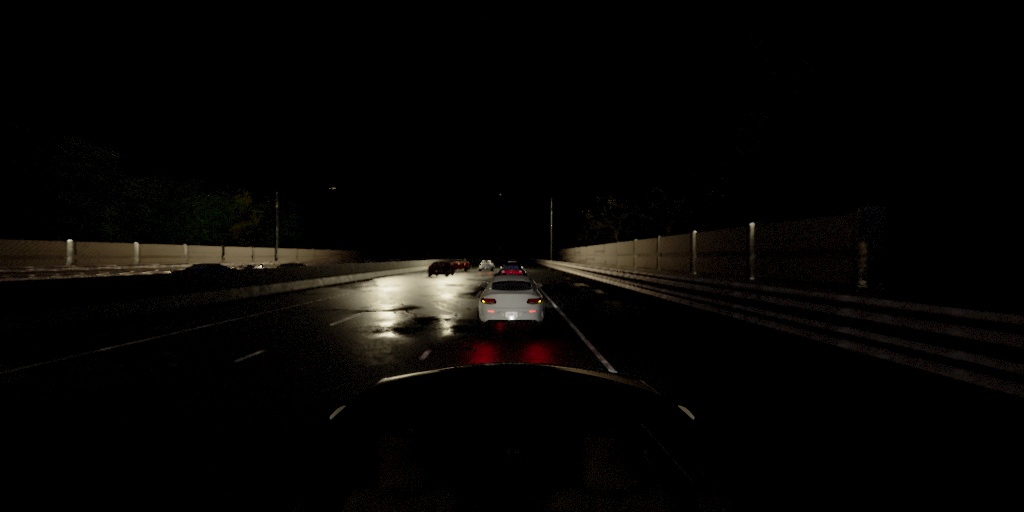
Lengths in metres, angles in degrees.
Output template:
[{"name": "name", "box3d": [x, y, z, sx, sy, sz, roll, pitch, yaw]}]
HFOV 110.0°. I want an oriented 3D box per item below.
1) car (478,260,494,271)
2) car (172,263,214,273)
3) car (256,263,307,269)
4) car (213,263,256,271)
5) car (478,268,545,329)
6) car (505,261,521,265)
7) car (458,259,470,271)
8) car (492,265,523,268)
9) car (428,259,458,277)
[{"name": "car", "box3d": [-3.448, 1.309, 48.944, 1.812, 1.442, 4.674, 0, 0, 0]}, {"name": "car", "box3d": [-24.527, 1.302, 28.607, 1.812, 1.442, 4.674, 0, 0, 0]}, {"name": "car", "box3d": [-17.528, 1.298, 28.365, 1.812, 1.442, 4.674, 0, 0, 0]}, {"name": "car", "box3d": [-21.025, 1.364, 28.754, 1.994, 1.385, 4.181, 0, 0, 0]}, {"name": "car", "box3d": [-0.009, 1.283, 11.210, 1.812, 1.442, 4.674, 0, 0, 0]}, {"name": "car", "box3d": [-0.026, 1.334, 29.163, 1.994, 1.385, 4.181, 0, 0, 0]}, {"name": "car", "box3d": [-6.946, 1.135, 49.011, 2.097, 1.767, 4.553, 0, 0, 0]}, {"name": "car", "box3d": [-0.018, 1.365, 20.636, 1.895, 1.301, 4.718, 0, 0, 0]}, {"name": "car", "box3d": [-6.932, 1.254, 35.388, 1.882, 1.535, 5.008, 0, 0, 0]}]
